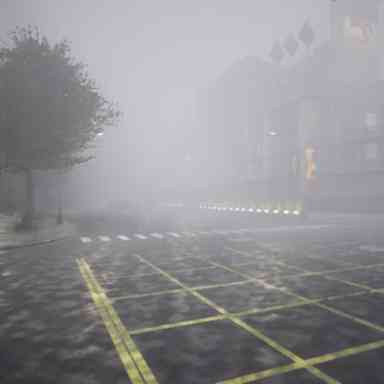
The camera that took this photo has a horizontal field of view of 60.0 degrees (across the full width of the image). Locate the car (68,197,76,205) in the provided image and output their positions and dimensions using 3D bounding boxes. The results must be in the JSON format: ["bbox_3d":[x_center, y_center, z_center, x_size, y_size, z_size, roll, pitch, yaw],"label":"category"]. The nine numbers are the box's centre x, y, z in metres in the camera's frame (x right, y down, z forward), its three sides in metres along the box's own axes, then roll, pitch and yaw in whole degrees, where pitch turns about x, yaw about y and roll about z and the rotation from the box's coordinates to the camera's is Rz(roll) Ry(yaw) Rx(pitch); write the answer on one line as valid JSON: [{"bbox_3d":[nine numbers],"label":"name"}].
[{"bbox_3d":[-32.435,2.930,89.735,1.882,1.535,5.008,0,-1,-23],"label":"car"}]

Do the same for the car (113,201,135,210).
[{"bbox_3d":[-12.700,2.452,61.796,2.097,1.767,4.553,0,-1,-23],"label":"car"}]

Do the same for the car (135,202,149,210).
[{"bbox_3d":[-9.512,2.619,63.243,1.812,1.442,4.674,0,-1,-23],"label":"car"}]

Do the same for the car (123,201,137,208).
[{"bbox_3d":[-13.464,2.700,72.363,1.882,1.535,5.008,0,-1,-23],"label":"car"}]

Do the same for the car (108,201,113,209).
[{"bbox_3d":[-16.670,2.707,70.958,1.882,1.535,5.008,0,-1,-23],"label":"car"}]
